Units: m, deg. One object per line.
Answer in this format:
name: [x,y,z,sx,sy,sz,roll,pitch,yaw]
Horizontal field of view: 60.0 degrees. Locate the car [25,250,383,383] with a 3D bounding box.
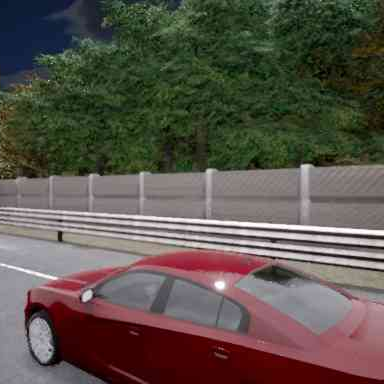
car: [-0.085,1.474,4.058,5.008,1.535,1.882,0,0,36]
